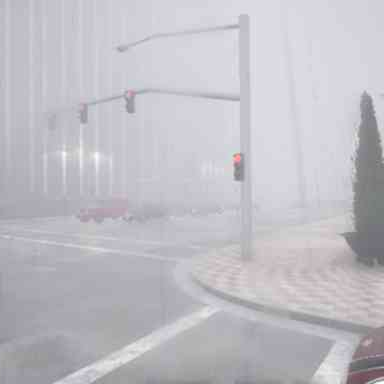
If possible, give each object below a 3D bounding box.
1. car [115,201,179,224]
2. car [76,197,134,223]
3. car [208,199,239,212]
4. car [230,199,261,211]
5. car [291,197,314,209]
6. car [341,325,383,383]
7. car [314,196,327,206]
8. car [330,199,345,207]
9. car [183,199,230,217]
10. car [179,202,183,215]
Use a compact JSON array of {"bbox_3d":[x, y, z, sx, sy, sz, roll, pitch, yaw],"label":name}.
[{"bbox_3d":[-3.625,1.730,27.752,2.128,1.511,4.902,-1,-1,35],"label":"car"},{"bbox_3d":[-7.222,1.504,28.707,2.150,2.045,5.566,-1,-1,35],"label":"car"},{"bbox_3d":[4.327,1.763,45.236,1.882,1.535,5.008,-1,-1,35],"label":"car"},{"bbox_3d":[7.409,1.733,43.534,2.128,1.511,4.902,-1,-1,35],"label":"car"},{"bbox_3d":[16.359,1.760,49.927,1.994,1.385,4.181,-1,-1,35],"label":"car"},{"bbox_3d":[3.185,1.329,1.702,4.553,1.767,2.097,-1,-1,36],"label":"car"},{"bbox_3d":[22.077,1.549,58.128,2.097,1.767,4.553,-1,-1,35],"label":"car"},{"bbox_3d":[24.322,1.754,55.220,1.895,1.301,4.718,-1,-1,34],"label":"car"},{"bbox_3d":[1.591,1.732,35.221,2.128,1.511,4.902,-1,-1,35],"label":"car"},{"bbox_3d":[-1.508,1.848,36.887,1.994,1.385,4.181,-1,-1,35],"label":"car"}]
